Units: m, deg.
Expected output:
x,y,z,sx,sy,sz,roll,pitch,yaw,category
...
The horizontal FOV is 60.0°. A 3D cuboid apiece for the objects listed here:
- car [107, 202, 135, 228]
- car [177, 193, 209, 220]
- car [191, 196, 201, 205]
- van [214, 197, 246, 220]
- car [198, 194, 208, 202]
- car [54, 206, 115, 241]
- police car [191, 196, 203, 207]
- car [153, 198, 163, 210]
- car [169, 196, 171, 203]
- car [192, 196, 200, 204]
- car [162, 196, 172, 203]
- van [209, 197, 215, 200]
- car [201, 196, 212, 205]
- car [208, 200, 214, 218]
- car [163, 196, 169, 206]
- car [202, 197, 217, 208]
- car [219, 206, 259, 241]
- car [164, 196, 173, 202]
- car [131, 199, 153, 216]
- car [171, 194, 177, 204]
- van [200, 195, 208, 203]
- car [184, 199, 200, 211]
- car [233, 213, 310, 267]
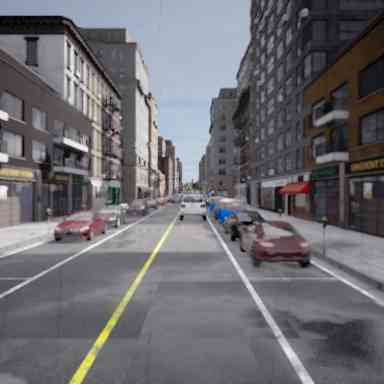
x,y,z,sx,sy,sz,roll,pitch,yaw,category
-5.397,1.574,22.184,2.008,1.369,4.403,0,0,0,car
0.079,1.257,28.733,2.150,2.045,5.566,0,0,0,car
0.801,1.559,64.302,1.801,1.575,5.366,0,0,0,car
2.628,1.364,22.188,1.690,1.788,3.998,0,0,0,van
2.608,1.442,77.297,2.192,1.841,5.009,0,0,0,car
-5.395,1.598,16.674,1.802,1.307,4.206,0,0,0,car
0.805,1.509,54.221,1.930,1.638,5.238,0,0,0,police car
-5.405,1.614,44.227,2.008,1.369,4.403,0,0,0,car
-5.411,1.678,60.761,1.802,1.307,4.206,0,0,0,car
0.799,1.570,70.301,1.801,1.575,5.366,0,0,0,car
-5.415,1.662,71.783,1.887,1.381,4.507,0,0,0,car
2.624,1.383,33.209,1.690,1.788,3.998,0,0,0,van
2.614,1.536,60.764,1.967,1.590,4.097,0,0,0,car
2.626,1.582,27.698,2.008,1.369,4.403,0,0,0,car
-5.409,1.630,55.249,1.887,1.381,4.507,0,0,0,car
2.618,1.514,49.742,1.967,1.590,4.097,0,0,0,car
2.630,1.582,16.677,1.947,1.339,4.313,0,0,0,car
-5.417,1.693,77.294,1.947,1.339,4.313,0,0,0,car
-5.401,1.482,33.206,1.967,1.590,4.097,0,0,0,car
-2.798,1.457,64.541,2.097,1.767,4.553,0,0,0,car
2.610,1.458,71.786,1.690,1.788,3.998,0,0,0,van
0.043,1.610,43.813,2.033,1.411,5.357,0,0,0,car
2.632,1.591,11.167,1.802,1.307,4.206,0,0,0,car
